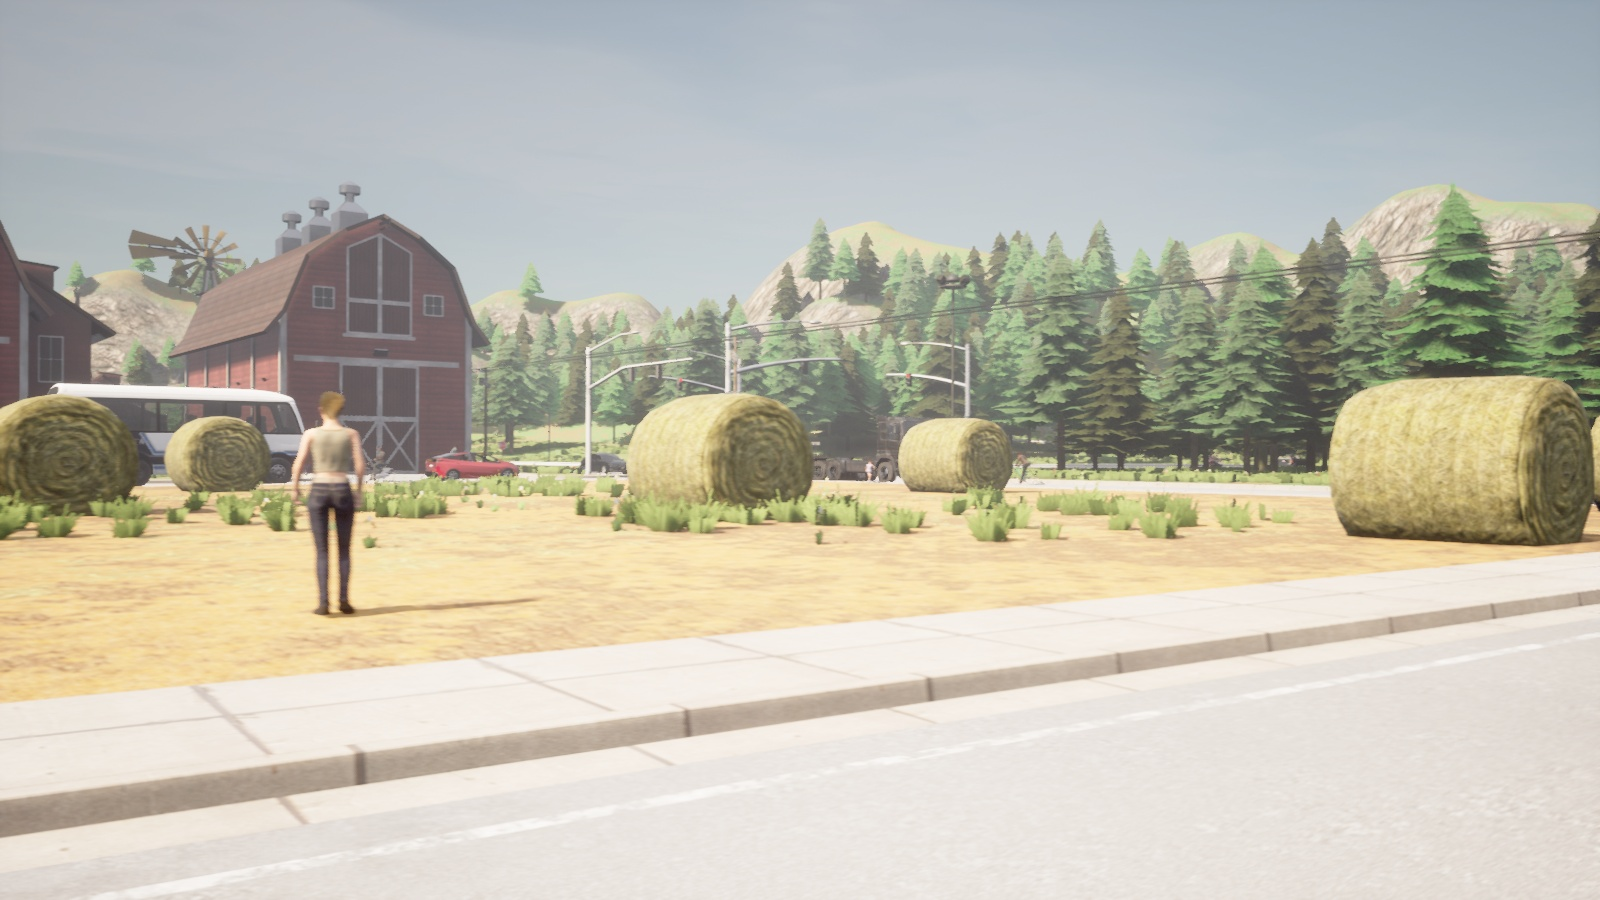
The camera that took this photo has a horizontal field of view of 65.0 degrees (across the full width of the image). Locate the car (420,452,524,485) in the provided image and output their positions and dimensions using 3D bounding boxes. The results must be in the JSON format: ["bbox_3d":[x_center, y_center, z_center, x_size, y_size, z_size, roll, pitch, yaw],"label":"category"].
[{"bbox_3d":[-16.121,0.881,61.808,4.514,1.525,2.007,0,0,-39],"label":"car"}]

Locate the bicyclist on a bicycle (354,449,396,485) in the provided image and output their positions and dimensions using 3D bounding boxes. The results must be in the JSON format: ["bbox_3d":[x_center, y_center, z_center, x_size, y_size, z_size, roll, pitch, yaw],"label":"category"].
[{"bbox_3d":[-21.092,0.823,62.313,1.843,1.776,0.659,0,-1,-39],"label":"bicyclist on a bicycle"}]

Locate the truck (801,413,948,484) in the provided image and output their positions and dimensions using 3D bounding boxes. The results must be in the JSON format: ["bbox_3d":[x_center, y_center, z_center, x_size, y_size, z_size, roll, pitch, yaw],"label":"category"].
[{"bbox_3d":[3.744,-0.051,64.909,2.891,3.462,7.936,0,0,-40],"label":"truck"}]

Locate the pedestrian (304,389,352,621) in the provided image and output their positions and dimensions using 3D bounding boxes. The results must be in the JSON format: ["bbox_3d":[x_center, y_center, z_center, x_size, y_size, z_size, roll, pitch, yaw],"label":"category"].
[{"bbox_3d":[-3.868,0.433,10.272,0.345,1.836,0.594,0,0,-23],"label":"pedestrian"}]

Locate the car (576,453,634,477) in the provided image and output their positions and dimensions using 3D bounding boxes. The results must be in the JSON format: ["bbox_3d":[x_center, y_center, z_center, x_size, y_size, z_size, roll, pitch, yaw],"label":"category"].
[{"bbox_3d":[-13.573,1.024,87.291,1.837,1.490,4.892,0,1,-38],"label":"car"}]

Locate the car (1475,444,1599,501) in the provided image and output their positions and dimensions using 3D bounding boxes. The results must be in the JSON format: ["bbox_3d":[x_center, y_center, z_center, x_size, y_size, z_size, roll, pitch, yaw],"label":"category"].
[{"bbox_3d":[23.777,0.668,38.823,2.242,1.667,4.611,0,0,-38],"label":"car"}]

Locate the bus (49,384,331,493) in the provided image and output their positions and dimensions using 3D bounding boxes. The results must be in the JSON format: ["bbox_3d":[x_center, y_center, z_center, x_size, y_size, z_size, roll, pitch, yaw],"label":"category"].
[{"bbox_3d":[-26.002,-0.436,53.911,10.273,4.253,3.944,0,0,-39],"label":"bus"}]
